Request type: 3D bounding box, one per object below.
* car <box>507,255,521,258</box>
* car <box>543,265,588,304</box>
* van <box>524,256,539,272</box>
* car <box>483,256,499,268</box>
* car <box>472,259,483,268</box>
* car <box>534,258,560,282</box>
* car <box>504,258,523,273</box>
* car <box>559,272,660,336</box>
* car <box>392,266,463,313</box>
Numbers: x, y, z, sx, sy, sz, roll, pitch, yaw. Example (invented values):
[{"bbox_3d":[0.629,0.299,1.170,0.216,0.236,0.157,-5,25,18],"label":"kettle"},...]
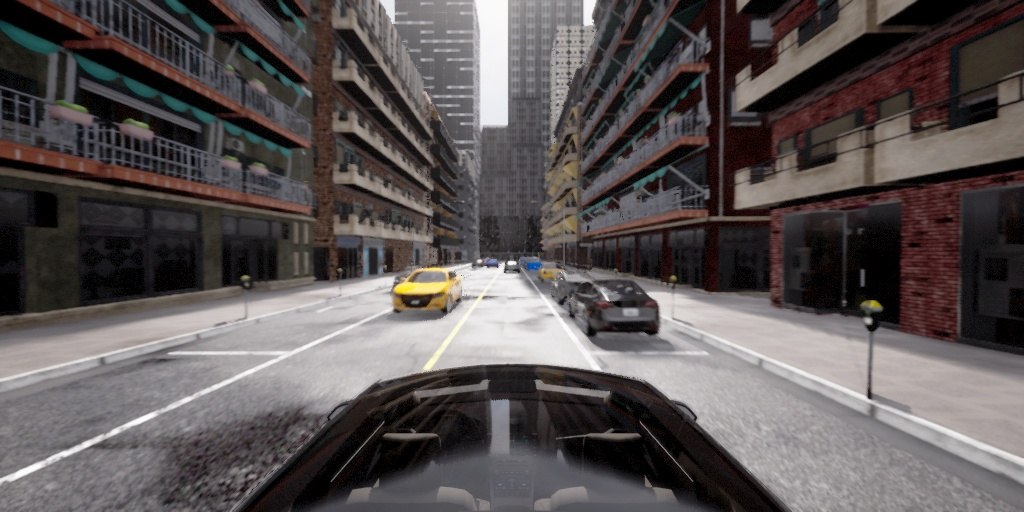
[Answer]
[{"bbox_3d":[-0.017,0.883,59.857,2.150,2.045,5.566,0,0,0],"label":"car"},{"bbox_3d":[2.685,1.275,15.764,2.007,1.370,4.403,0,0,0],"label":"car"},{"bbox_3d":[2.676,1.017,43.774,1.690,1.789,3.998,0,0,0],"label":"van"},{"bbox_3d":[-3.060,1.132,56.430,1.882,1.535,5.008,0,0,1],"label":"car"},{"bbox_3d":[-5.710,1.214,60.605,1.948,1.339,4.313,0,0,0],"label":"car"},{"bbox_3d":[2.992,1.159,27.966,1.801,1.575,5.366,0,0,0],"label":"car"},{"bbox_3d":[0.014,1.243,42.570,1.994,1.385,4.181,0,0,0],"label":"car"},{"bbox_3d":[2.687,1.301,10.161,1.948,1.339,4.313,0,0,0],"label":"car"},{"bbox_3d":[-3.102,1.205,13.999,1.882,1.535,5.008,0,0,0],"label":"car"}]
